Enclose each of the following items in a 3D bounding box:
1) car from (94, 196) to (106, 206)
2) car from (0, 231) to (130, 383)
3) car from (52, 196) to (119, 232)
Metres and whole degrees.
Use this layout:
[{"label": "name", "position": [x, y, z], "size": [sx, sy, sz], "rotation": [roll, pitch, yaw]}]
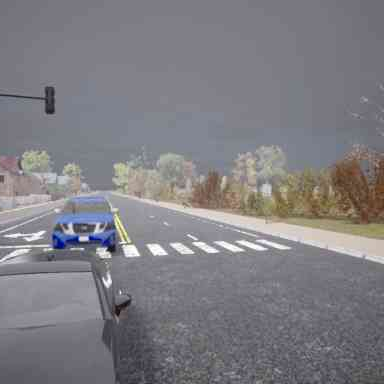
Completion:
[{"label": "car", "position": [-15.383, 1.463, 55.693], "size": [1.837, 1.490, 4.892], "rotation": [0, -1, -15]}, {"label": "car", "position": [-1.746, 1.525, 3.976], "size": [1.812, 1.442, 4.674], "rotation": [0, 0, -12]}, {"label": "car", "position": [-4.314, 1.218, 13.784], "size": [2.150, 2.045, 5.566], "rotation": [0, 0, -15]}]
